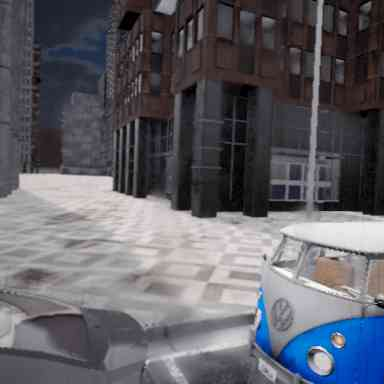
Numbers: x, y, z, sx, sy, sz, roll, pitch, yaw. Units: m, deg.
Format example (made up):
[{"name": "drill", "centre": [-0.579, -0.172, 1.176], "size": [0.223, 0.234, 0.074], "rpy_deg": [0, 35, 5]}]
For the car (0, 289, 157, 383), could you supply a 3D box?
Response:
[{"name": "car", "centre": [-2.374, 1.379, 1.876], "size": [4.403, 1.369, 2.008], "rpy_deg": [1, 2, -24]}]

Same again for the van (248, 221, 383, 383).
[{"name": "van", "centre": [2.681, 1.278, 4.116], "size": [3.998, 1.788, 1.690], "rpy_deg": [1, 2, -24]}]
